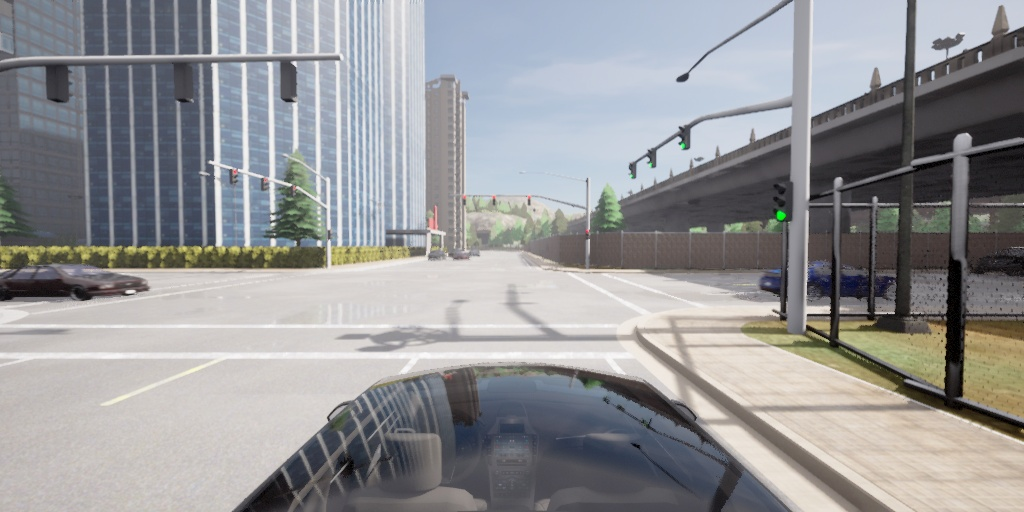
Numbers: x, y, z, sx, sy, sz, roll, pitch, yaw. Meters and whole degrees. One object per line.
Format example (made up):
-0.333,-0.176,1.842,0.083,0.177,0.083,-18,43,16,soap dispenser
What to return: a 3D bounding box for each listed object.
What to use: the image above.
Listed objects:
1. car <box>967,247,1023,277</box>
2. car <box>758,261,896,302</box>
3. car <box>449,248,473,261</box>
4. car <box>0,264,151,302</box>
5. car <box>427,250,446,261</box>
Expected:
35.318,0.389,24.938,5.566,2.045,2.150,0,2,0,car
12.676,0.971,14.313,5.008,1.535,1.882,0,2,0,car
-7.073,-0.021,50.366,1.994,1.385,4.181,0,1,0,car
-17.830,1.019,14.248,5.357,1.411,2.033,0,2,0,car
-10.571,-0.084,50.521,1.837,1.490,4.892,0,1,0,car
